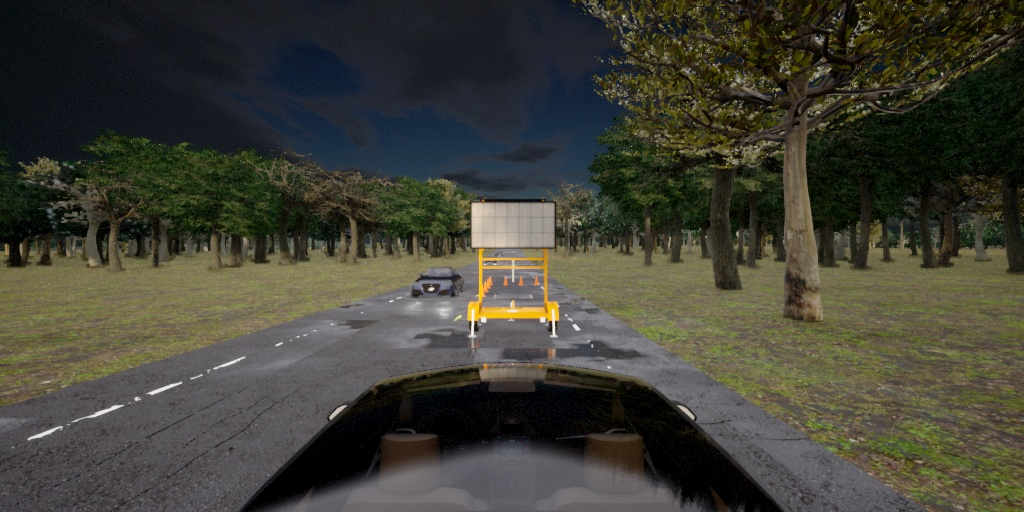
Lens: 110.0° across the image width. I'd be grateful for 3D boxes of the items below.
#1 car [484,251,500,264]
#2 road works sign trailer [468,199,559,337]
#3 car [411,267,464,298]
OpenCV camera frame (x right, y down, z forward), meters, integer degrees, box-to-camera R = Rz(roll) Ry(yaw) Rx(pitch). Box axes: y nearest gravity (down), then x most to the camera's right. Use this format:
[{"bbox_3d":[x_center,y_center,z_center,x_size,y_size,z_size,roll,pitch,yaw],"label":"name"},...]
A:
[{"bbox_3d":[-3.393,0.475,57.825,1.837,1.490,4.892,0,2,0],"label":"car"},{"bbox_3d":[0.034,0.198,10.187,2.380,3.560,2.880,0,0,0],"label":"road works sign trailer"},{"bbox_3d":[-3.540,1.250,17.722,1.994,1.385,4.181,0,0,0],"label":"car"}]
